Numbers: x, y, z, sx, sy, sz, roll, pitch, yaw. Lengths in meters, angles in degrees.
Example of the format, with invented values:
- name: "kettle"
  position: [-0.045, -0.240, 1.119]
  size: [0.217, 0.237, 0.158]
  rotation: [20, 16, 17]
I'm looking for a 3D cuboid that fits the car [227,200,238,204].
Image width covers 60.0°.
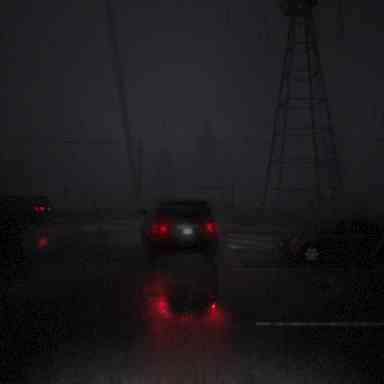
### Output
- name: "car"
  position: [3.517, 1.486, 39.946]
  size: [5.008, 1.535, 1.882]
  rotation: [0, 0, 1]

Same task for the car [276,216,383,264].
- name: "car"
  position: [4.897, 1.523, 11.152]
  size: [3.905, 1.438, 1.784]
  rotation: [0, 0, 0]

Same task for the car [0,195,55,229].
- name: "car"
  position: [-11.651, 1.223, 21.161]
  size: [5.566, 2.045, 2.150]
  rotation: [-1, 0, 4]

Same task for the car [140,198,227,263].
- name: "car"
  position: [-0.653, 1.226, 12.268]
  size: [2.150, 2.045, 5.566]
  rotation: [0, 0, -11]
